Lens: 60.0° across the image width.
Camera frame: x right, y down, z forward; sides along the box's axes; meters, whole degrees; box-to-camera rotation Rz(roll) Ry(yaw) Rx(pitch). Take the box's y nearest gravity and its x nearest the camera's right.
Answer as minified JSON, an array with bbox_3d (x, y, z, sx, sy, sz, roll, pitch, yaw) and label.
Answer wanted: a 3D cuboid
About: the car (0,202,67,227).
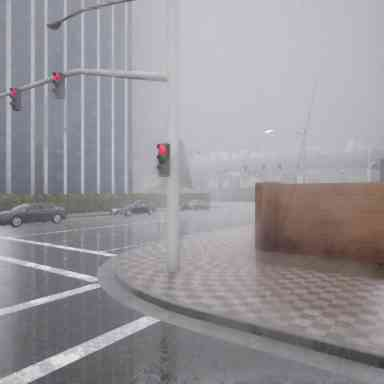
[{"bbox_3d":[-11.085,1.505,22.986,1.837,1.490,4.892,0,0,35],"label":"car"}]

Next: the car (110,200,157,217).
[{"bbox_3d":[-5.377,1.491,31.016,2.128,1.511,4.902,0,0,35],"label":"car"}]

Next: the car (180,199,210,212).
[{"bbox_3d":[0.398,1.564,39.121,1.994,1.385,4.181,0,0,35],"label":"car"}]
